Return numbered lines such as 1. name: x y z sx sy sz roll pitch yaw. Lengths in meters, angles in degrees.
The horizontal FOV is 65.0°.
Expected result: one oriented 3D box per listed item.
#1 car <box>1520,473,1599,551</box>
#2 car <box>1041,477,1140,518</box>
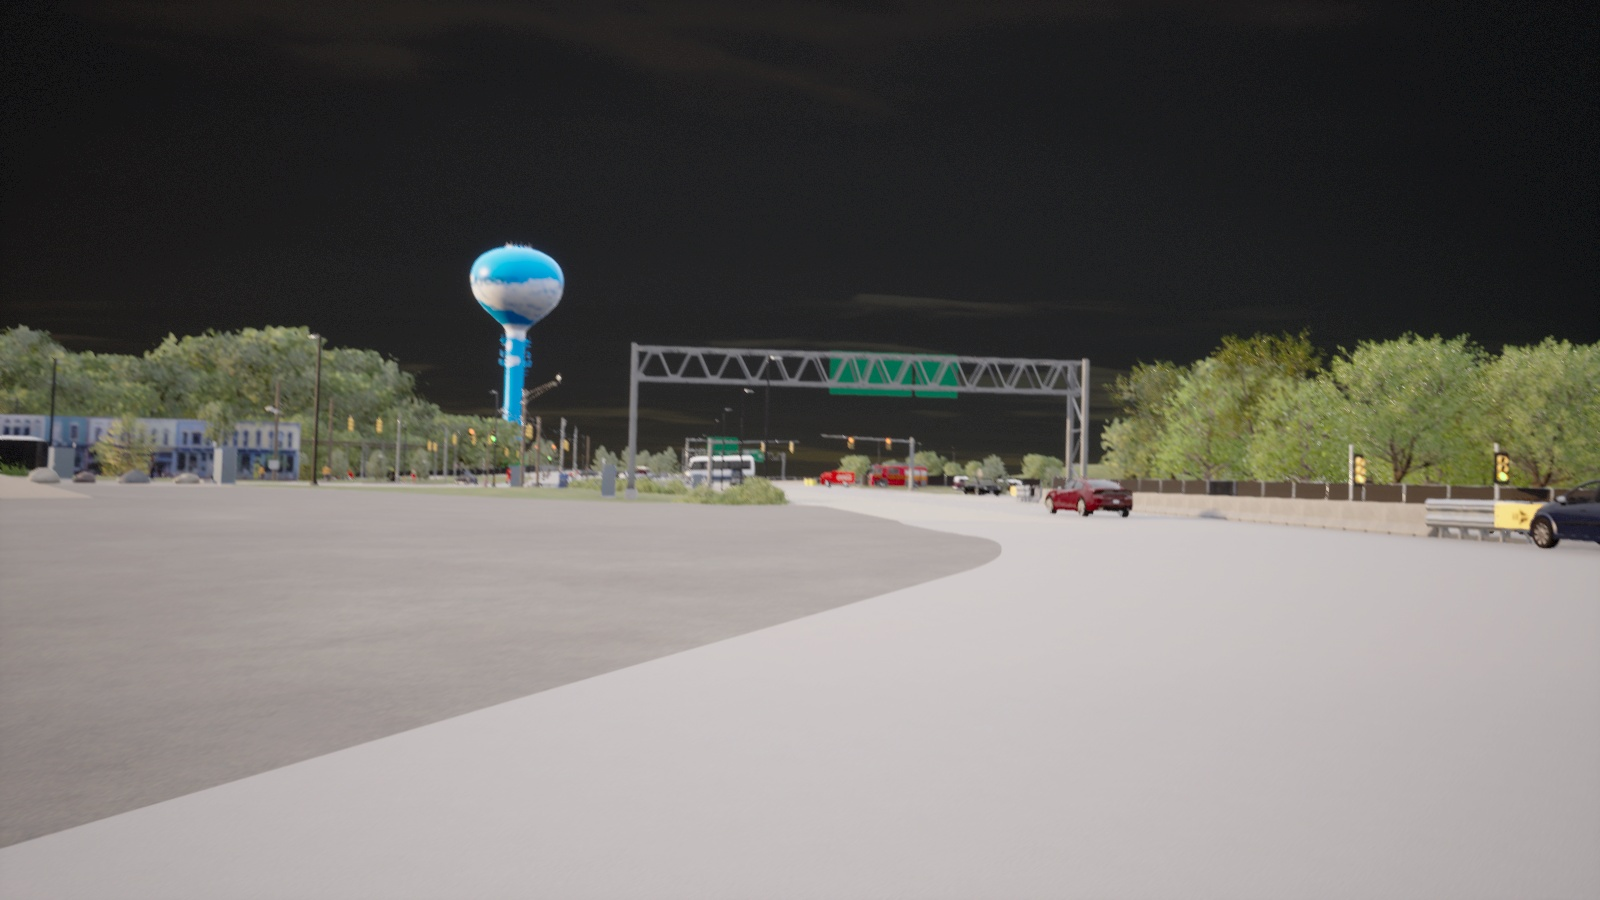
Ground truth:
1. car: 17.904 1.331 27.546 1.851 1.617 3.988 -1 -1 -1
2. car: 11.556 1.880 50.321 1.882 1.535 5.008 2 -1 -12
